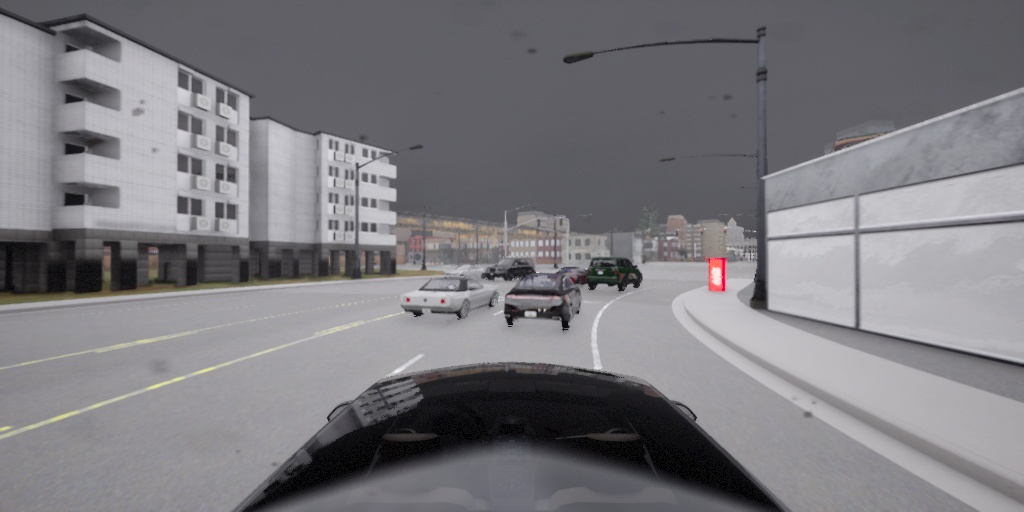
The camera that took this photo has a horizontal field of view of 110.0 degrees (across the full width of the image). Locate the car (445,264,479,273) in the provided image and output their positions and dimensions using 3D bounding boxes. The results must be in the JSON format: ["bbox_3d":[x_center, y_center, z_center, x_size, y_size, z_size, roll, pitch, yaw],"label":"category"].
[{"bbox_3d":[-4.079,1.487,32.437,1.812,1.442,4.674,0,-1,36],"label":"car"}]

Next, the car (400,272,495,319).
[{"bbox_3d":[-2.003,1.431,13.272,1.895,1.301,4.718,0,0,17],"label":"car"}]

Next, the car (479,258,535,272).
[{"bbox_3d":[-0.046,1.182,32.059,2.150,2.045,5.566,0,-1,37],"label":"car"}]

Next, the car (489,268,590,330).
[{"bbox_3d":[1.156,1.310,11.620,2.128,1.511,4.902,0,0,16],"label":"car"}]

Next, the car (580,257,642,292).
[{"bbox_3d":[6.713,1.116,23.262,2.150,2.045,5.566,0,-1,35],"label":"car"}]

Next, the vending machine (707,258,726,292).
[{"bbox_3d":[11.737,1.074,20.483,1.100,2.100,0.880,0,0,36],"label":"vending machine"}]
